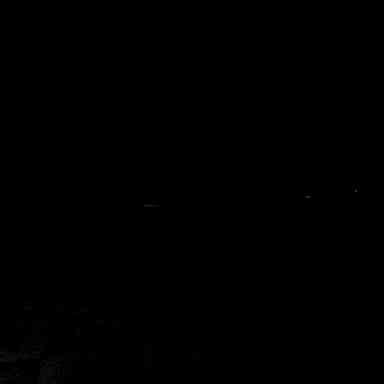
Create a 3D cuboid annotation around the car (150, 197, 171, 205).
[{"bbox_3d":[-5.817,1.680,62.603,1.812,1.442,4.674,-1,-1,35],"label":"car"}]
